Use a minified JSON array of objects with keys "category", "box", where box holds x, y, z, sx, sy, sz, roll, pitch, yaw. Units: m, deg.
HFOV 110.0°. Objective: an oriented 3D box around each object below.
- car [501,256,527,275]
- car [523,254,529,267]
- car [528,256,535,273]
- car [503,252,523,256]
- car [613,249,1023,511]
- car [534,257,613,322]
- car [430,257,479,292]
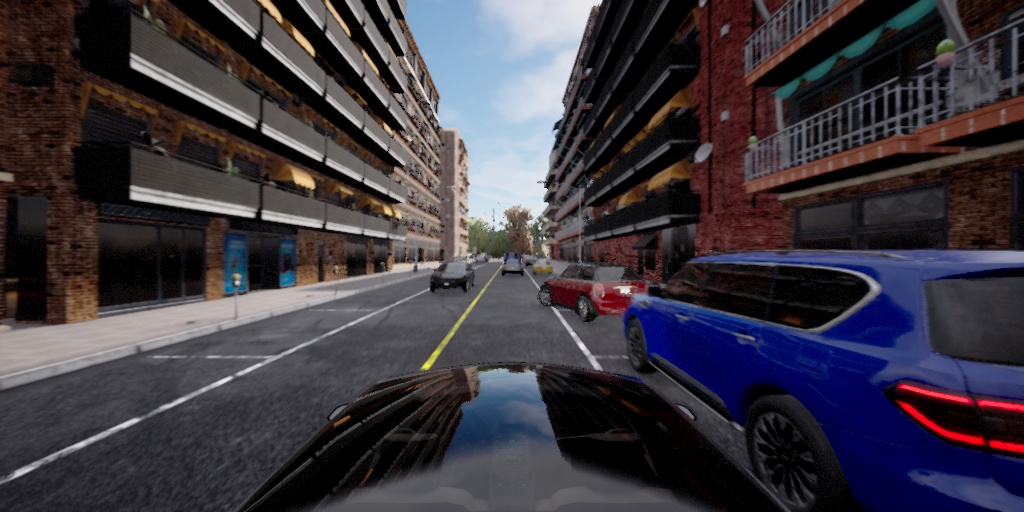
[{"category":"car","box":[0.073,0.969,32.158,1.994,1.385,4.181,0,1,0]},{"category":"car","box":[2.753,0.777,49.437,1.948,1.339,4.313,0,0,0]},{"category":"car","box":[2.693,0.931,32.262,1.751,1.417,4.829,0,0,0]},{"category":"car","box":[0.009,0.476,45.796,2.150,2.045,5.566,0,1,1]},{"category":"car","box":[3.106,0.949,4.263,2.150,2.045,5.566,0,1,0]},{"category":"car","box":[2.576,0.985,12.023,2.097,1.767,4.553,0,1,-15]},{"category":"car","box":[-3.103,1.026,19.453,1.882,1.535,5.008,0,1,0]}]
